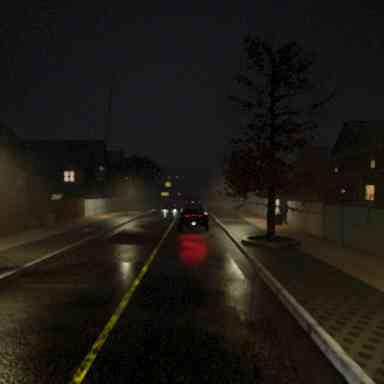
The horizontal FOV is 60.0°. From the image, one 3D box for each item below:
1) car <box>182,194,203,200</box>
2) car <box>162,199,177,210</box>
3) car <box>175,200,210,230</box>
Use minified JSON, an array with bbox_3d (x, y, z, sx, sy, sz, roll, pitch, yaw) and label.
[{"bbox_3d":[0.077,1.245,38.984,2.150,2.045,5.566,0,0,0],"label":"car"},{"bbox_3d":[-2.841,1.586,44.531,2.033,1.411,5.357,0,0,0],"label":"car"},{"bbox_3d":[0.093,1.501,20.969,1.837,1.490,4.892,0,0,0],"label":"car"}]
